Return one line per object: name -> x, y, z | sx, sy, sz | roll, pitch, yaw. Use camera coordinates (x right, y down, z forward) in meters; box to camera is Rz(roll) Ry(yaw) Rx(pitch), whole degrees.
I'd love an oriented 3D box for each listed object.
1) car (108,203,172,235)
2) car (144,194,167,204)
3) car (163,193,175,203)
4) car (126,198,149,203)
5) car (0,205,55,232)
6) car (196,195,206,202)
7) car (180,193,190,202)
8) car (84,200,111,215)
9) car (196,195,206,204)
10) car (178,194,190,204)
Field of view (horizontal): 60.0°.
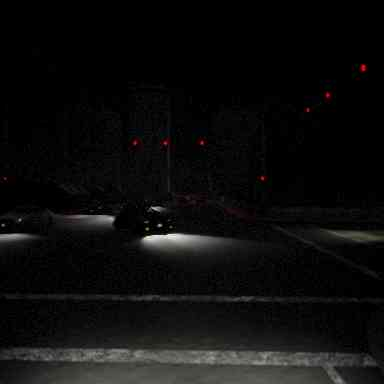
car -> -2.889, 1.570, 19.071 | 1.994, 1.385, 4.181 | 0, 0, -37
car -> -5.679, 1.508, 52.139 | 2.128, 1.511, 4.902 | 0, 0, 2
car -> -5.161, 1.157, 69.232 | 2.150, 2.045, 5.566 | 0, 0, 1
car -> -6.117, 1.612, 34.804 | 1.895, 1.301, 4.718 | 0, 0, 1
car -> -10.117, 1.532, 20.405 | 1.812, 1.442, 4.674 | 0, 0, 3
car -> 1.976, 1.376, 74.662 | 2.128, 1.511, 4.902 | 0, 0, 1
car -> -1.524, 1.206, 74.719 | 2.097, 1.767, 4.553 | 0, 0, 1
car -> -9.627, 1.537, 34.444 | 1.812, 1.442, 4.674 | 0, 0, 1
car -> 1.747, 1.526, 65.445 | 1.837, 1.490, 4.892 | 0, 0, 1
car -> -1.737, 1.586, 66.158 | 1.994, 1.385, 4.181 | 0, 0, 1
